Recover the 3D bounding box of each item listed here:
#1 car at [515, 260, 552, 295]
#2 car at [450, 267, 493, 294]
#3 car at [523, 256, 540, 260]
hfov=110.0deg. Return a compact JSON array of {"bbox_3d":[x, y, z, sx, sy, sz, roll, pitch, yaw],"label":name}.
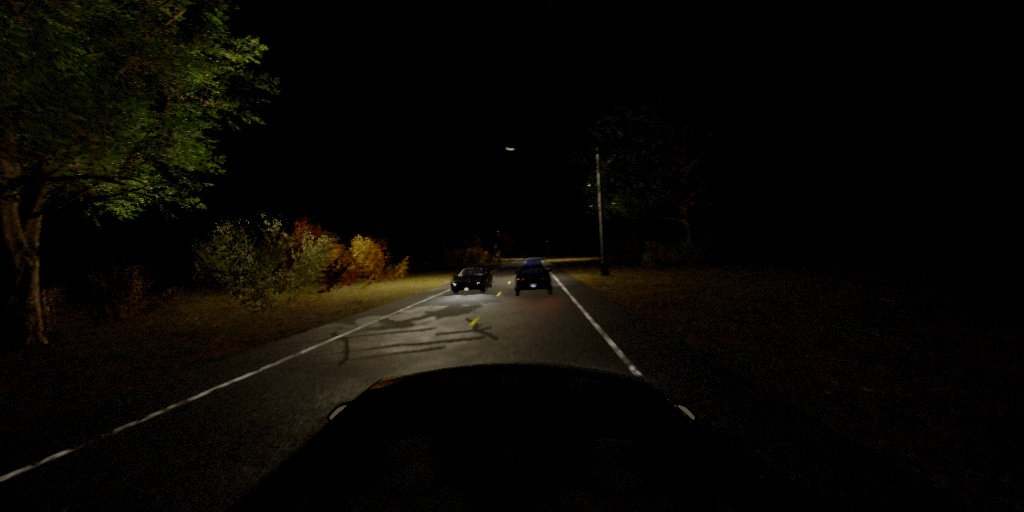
[{"bbox_3d":[1.148,1.171,19.122,1.812,1.442,4.674,-3,0,4],"label":"car"},{"bbox_3d":[-2.268,1.355,21.597,2.033,1.411,5.357,-3,0,4],"label":"car"},{"bbox_3d":[2.389,1.000,38.364,1.882,1.535,5.008,-3,0,4],"label":"car"}]
